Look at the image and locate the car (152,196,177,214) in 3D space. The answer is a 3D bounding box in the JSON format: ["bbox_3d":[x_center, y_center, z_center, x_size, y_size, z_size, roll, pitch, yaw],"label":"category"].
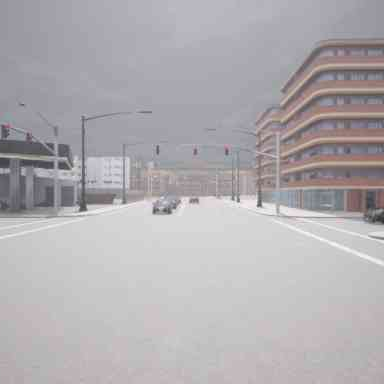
[{"bbox_3d":[-3.074,1.491,35.193,2.128,1.511,4.902,0,0,0],"label":"car"}]

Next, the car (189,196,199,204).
[{"bbox_3d":[0.435,1.525,65.786,1.812,1.442,4.674,0,0,0],"label":"car"}]

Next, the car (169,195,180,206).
[{"bbox_3d":[-3.131,1.351,44.911,2.097,1.767,4.553,0,0,0],"label":"car"}]

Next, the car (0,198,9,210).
[{"bbox_3d":[-23.941,1.455,39.386,3.806,1.475,1.970,0,0,1],"label":"car"}]

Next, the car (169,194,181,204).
[{"bbox_3d":[-3.204,1.351,65.083,2.097,1.767,4.553,0,0,0],"label":"car"}]

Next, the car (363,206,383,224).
[{"bbox_3d":[14.724,1.352,23.642,4.553,1.767,2.097,0,0,1],"label":"car"}]
